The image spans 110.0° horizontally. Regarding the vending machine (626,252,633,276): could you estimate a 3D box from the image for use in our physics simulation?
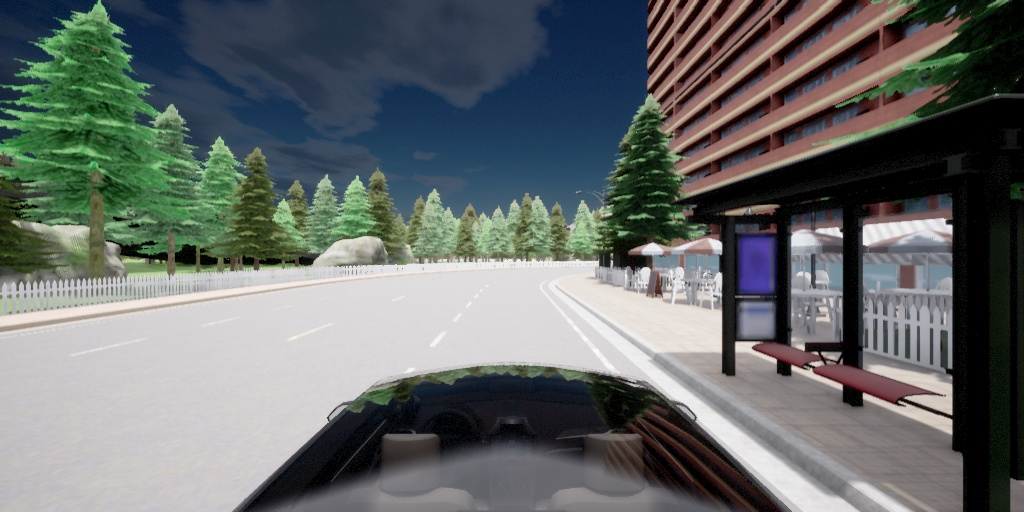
[{"bbox_3d":[12.875,0.928,40.970,1.100,2.100,0.880,0,0,42],"label":"vending machine"}]
